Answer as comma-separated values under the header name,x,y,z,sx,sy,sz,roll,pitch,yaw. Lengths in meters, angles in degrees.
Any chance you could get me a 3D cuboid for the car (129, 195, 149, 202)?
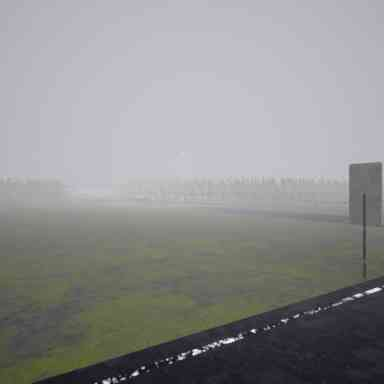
name,x,y,z,sx,sy,sz,roll,pitch,yaw
car,-9.617,1.178,59.856,1.895,1.301,4.718,0,1,-35
